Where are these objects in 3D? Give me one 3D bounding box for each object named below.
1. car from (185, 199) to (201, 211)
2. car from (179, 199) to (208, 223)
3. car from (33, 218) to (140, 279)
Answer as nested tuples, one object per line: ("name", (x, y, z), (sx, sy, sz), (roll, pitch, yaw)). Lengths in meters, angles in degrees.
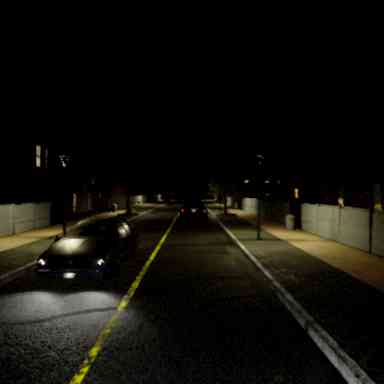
("car", (0.109, 1.594, 43.044), (1.994, 1.385, 4.181), (0, 0, 0))
("car", (0.105, 1.366, 25.647), (2.097, 1.767, 4.553), (0, 0, 0))
("car", (-2.833, 1.552, 10.355), (2.033, 1.411, 5.357), (0, 0, 0))
